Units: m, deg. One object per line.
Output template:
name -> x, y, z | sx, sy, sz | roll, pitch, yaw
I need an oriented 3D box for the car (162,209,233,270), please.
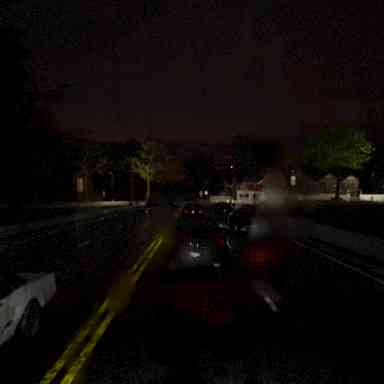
car -> 0.088, 1.548, 11.361 | 1.882, 1.535, 5.008 | 0, 0, 0

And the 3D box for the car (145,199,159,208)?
car -> -6.579, 1.887, 55.471 | 2.033, 1.411, 5.357 | 0, 0, 1

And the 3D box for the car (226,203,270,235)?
car -> 3.341, 1.628, 19.857 | 1.837, 1.490, 4.892 | 0, 0, 0

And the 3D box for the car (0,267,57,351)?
car -> -3.352, 1.625, 3.748 | 1.895, 1.301, 4.718 | 0, 0, 0

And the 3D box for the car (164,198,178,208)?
car -> -3.338, 1.837, 54.188 | 1.837, 1.490, 4.892 | 0, 0, 0

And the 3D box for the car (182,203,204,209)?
car -> 0.087, 1.734, 30.254 | 2.033, 1.411, 5.357 | 0, 0, 0

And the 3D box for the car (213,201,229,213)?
car -> 3.349, 1.750, 36.350 | 1.812, 1.442, 4.674 | 0, 0, 0
